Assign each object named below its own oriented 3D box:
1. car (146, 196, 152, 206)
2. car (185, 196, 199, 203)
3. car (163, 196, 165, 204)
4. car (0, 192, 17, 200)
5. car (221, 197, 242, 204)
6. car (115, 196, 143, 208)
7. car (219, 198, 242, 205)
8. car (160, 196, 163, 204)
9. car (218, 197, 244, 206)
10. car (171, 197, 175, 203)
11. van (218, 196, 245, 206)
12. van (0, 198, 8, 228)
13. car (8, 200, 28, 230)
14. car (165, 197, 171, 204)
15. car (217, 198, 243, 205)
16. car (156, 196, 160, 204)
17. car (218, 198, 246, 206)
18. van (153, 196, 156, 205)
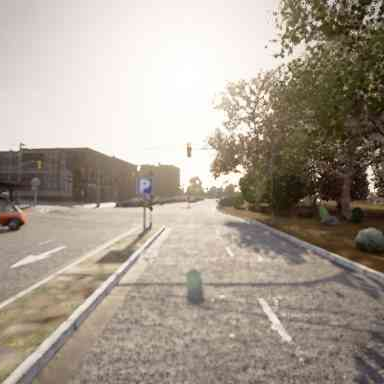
[{"bbox_3d":[-10.817,2.020,63.179,5.366,1.575,1.946,-1,-1,-15],"label":"car"},{"bbox_3d":[0.039,2.288,88.654,1.837,1.490,4.892,0,-1,8],"label":"car"},{"bbox_3d":[-9.289,2.231,78.138,4.674,1.452,2.002,-1,-1,-13],"label":"car"},{"bbox_3d":[-28.179,0.706,51.065,2.002,1.452,4.674,6,-3,-19],"label":"car"},{"bbox_3d":[9.436,2.028,80.457,4.553,1.767,2.185,1,-1,-12],"label":"car"},{"bbox_3d":[-11.461,2.030,60.187,4.792,1.488,2.163,-1,0,-15],"label":"car"},{"bbox_3d":[8.698,2.133,74.588,4.674,1.452,2.002,1,-1,-13],"label":"car"},{"bbox_3d":[-9.660,2.198,75.137,4.674,1.452,2.002,-1,-1,-13],"label":"car"},{"bbox_3d":[7.649,1.876,65.758,4.553,1.767,2.185,1,-1,-14],"label":"car"},{"bbox_3d":[-8.026,2.037,87.130,5.566,2.045,2.435,-1,-1,-12],"label":"car"},{"bbox_3d":[7.266,1.744,62.789,4.442,1.987,1.878,1,0,-14],"label":"van"},{"bbox_3d":[-13.608,1.513,19.405,4.442,1.987,1.878,-1,-1,-19],"label":"van"},{"bbox_3d":[-13.634,1.653,22.382,4.553,1.767,2.185,-1,-1,-19],"label":"car"},{"bbox_3d":[-8.475,2.296,84.120,4.674,1.452,2.002,-1,-1,-12],"label":"car"},{"bbox_3d":[8.166,2.058,71.601,5.366,1.575,1.946,1,0,-13],"label":"car"},{"bbox_3d":[-10.032,2.127,72.142,4.892,1.521,2.231,-1,-1,-14],"label":"car"},{"bbox_3d":[8.184,2.032,68.750,5.366,1.575,1.946,1,-1,-13],"label":"car"},{"bbox_3d":[-10.259,1.865,69.174,4.442,1.987,1.878,-1,-1,-14],"label":"van"}]
